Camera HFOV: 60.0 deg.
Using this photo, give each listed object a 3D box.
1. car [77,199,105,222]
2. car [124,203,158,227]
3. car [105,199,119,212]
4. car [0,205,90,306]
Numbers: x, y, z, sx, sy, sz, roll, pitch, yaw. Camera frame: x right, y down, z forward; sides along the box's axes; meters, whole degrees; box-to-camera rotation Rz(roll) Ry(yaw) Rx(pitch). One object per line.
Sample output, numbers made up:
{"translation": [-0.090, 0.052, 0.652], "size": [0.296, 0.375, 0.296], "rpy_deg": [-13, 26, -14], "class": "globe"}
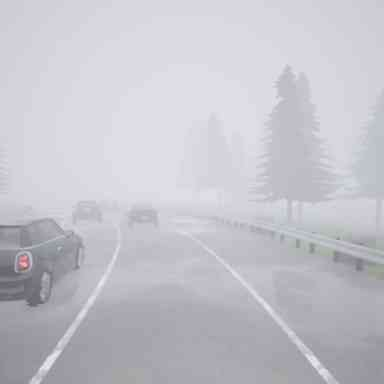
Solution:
{"translation": [-8.239, 1.387, 26.093], "size": [2.097, 1.767, 4.553], "rpy_deg": [0, 0, -19], "class": "car"}
{"translation": [-3.644, 1.491, 23.286], "size": [1.882, 1.535, 5.008], "rpy_deg": [0, 0, -16], "class": "car"}
{"translation": [-9.962, 1.544, 38.739], "size": [2.163, 1.488, 4.792], "rpy_deg": [0, 0, -27], "class": "car"}
{"translation": [-4.119, 1.370, 8.151], "size": [2.097, 1.767, 4.553], "rpy_deg": [0, 0, -6], "class": "car"}
